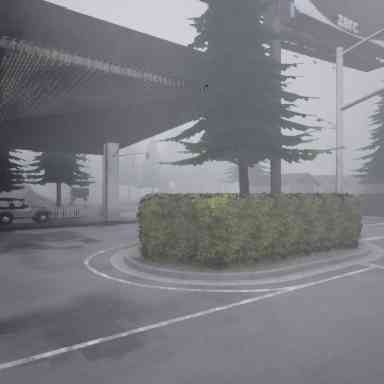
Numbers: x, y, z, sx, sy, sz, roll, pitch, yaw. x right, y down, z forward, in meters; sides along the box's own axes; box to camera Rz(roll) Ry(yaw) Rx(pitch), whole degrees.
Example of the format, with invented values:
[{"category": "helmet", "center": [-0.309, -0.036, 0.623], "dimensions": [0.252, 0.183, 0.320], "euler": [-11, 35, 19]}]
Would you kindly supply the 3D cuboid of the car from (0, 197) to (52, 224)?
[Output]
[{"category": "car", "center": [-12.063, 1.313, 23.421], "dimensions": [3.866, 1.878, 1.905], "euler": [0, 0, -36]}]
